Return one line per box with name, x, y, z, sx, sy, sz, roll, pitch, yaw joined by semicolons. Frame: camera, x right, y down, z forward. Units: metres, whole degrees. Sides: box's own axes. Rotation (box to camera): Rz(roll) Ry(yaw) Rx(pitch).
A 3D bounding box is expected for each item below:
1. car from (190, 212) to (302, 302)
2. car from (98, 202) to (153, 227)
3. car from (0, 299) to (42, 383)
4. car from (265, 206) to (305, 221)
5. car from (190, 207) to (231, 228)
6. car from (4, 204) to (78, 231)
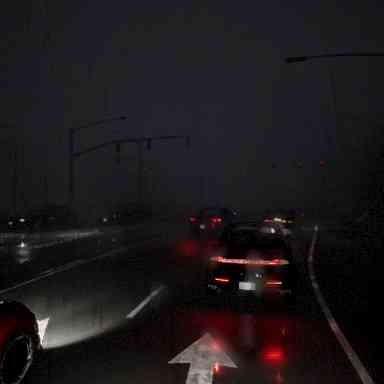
car;1.564;1.492;8.392;2.128;1.511;4.902;0;0;13
car;-4.510;1.493;23.059;2.128;1.511;4.902;0;0;22
car;-3.053;1.564;2.613;1.994;1.385;4.181;0;0;5
car;4.647;1.505;17.268;1.837;1.490;4.892;0;0;21
car;1.344;1.526;18.308;1.812;1.442;4.674;0;0;21
car;-9.209;1.506;20.725;1.837;1.490;4.892;0;-1;21
